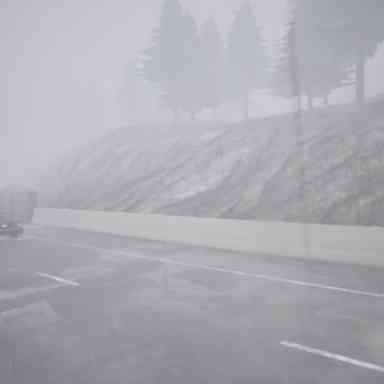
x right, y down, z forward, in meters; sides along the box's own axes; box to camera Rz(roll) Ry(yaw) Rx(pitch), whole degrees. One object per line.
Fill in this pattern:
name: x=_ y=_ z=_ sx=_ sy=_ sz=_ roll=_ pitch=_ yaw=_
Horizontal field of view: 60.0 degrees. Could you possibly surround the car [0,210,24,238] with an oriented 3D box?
car: x=-10.559 y=1.635 z=17.204 sx=5.357 sy=1.411 sz=2.033 roll=0 pitch=0 yaw=42
